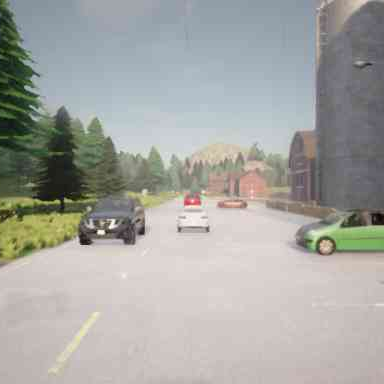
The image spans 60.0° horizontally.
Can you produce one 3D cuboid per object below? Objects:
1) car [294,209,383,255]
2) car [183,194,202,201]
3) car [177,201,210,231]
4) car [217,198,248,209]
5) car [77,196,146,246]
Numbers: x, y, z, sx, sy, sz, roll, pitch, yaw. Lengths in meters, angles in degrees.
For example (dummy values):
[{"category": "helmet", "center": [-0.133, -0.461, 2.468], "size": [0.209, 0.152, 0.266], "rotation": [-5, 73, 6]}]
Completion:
[{"category": "car", "center": [6.035, 1.486, 12.676], "size": [3.988, 1.617, 1.851], "rotation": [0, 0, -1]}, {"category": "car", "center": [0.070, 1.231, 41.767], "size": [2.150, 2.045, 5.566], "rotation": [0, 0, 0]}, {"category": "car", "center": [0.088, 1.531, 20.329], "size": [1.812, 1.442, 4.674], "rotation": [0, 0, 0]}, {"category": "car", "center": [5.529, 1.561, 45.685], "size": [4.181, 1.381, 1.994], "rotation": [0, 0, -1]}, {"category": "car", "center": [-3.522, 1.231, 15.711], "size": [2.150, 2.045, 5.566], "rotation": [0, 0, 0]}]
